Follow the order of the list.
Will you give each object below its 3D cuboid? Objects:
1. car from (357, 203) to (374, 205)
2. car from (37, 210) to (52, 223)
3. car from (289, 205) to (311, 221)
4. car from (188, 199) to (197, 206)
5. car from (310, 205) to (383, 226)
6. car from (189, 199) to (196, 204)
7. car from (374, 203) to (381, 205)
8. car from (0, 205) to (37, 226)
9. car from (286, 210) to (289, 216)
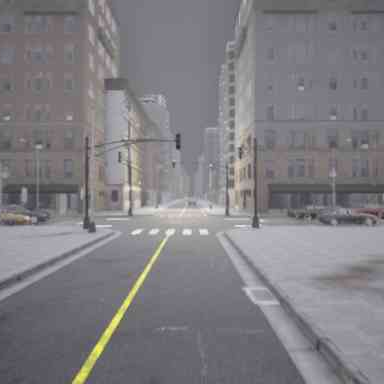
[{"bbox_3d":[17.202,1.840,33.431,4.097,1.590,1.967,0,0,0],"label":"car"},{"bbox_3d":[-14.344,1.855,27.981,4.892,1.490,1.837,0,0,-1],"label":"car"},{"bbox_3d":[11.908,1.981,30.899,4.718,1.301,1.895,0,0,-3],"label":"car"},{"bbox_3d":[0.052,2.470,75.734,1.812,1.442,4.674,0,-1,0],"label":"car"},{"bbox_3d":[11.780,1.889,25.413,4.403,1.369,2.008,0,0,0],"label":"car"},{"bbox_3d":[0.059,2.441,85.739,1.812,1.442,4.674,0,-1,0],"label":"car"},{"bbox_3d":[17.189,1.655,25.407,5.009,1.841,2.192,0,0,0],"label":"car"},{"bbox_3d":[-14.896,1.856,25.455,4.829,1.417,1.752,0,0,0],"label":"car"},{"bbox_3d":[11.793,1.943,33.438,4.507,1.381,1.887,0,0,0],"label":"car"}]
